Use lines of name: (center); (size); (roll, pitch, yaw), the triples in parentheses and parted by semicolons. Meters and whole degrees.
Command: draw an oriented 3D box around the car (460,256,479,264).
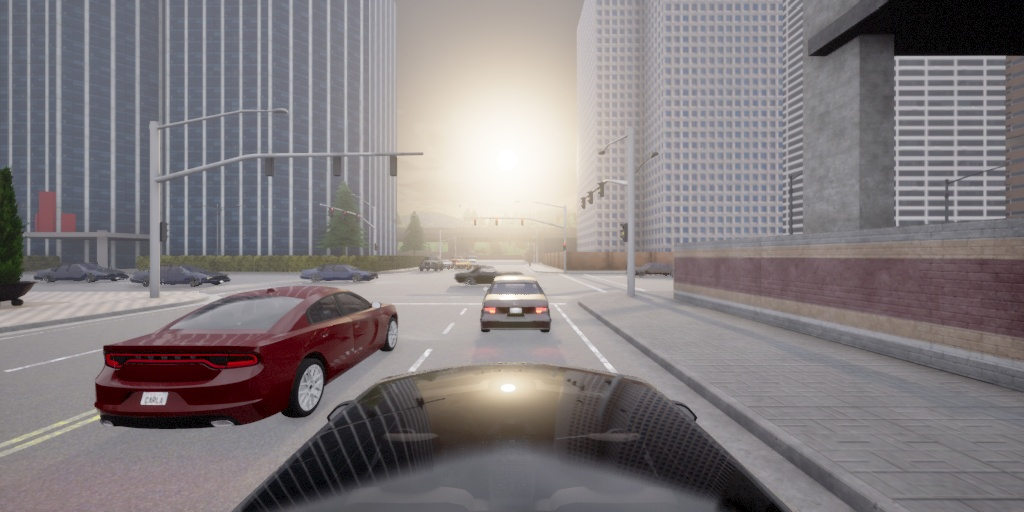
car: (-7.031, 0.969, 61.800); (2.150, 2.045, 5.566); (0, 0, 0)

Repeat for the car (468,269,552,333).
car: (0.090, 1.297, 10.757); (2.033, 1.411, 5.357); (0, 0, 0)

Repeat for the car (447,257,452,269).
car: (-10.551, 1.273, 56.892); (1.812, 1.442, 4.674); (0, 0, 0)

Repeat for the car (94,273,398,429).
car: (-3.440, 1.227, 5.945); (1.882, 1.535, 5.008); (0, 0, 0)

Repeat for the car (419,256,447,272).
car: (-10.569, 0.970, 47.353); (2.150, 2.045, 5.566); (0, 0, 0)

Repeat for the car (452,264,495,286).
car: (-1.357, 1.350, 23.946); (4.718, 1.301, 1.895); (0, 0, -1)

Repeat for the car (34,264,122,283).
car: (-32.495, 1.296, 27.099); (5.357, 1.411, 2.033); (0, 0, 0)

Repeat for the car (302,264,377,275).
car: (-13.072, 1.296, 27.273); (5.357, 1.411, 2.033); (0, 0, -1)

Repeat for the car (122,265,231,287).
car: (-21.773, 1.296, 23.635); (5.357, 1.411, 2.033); (0, 0, 1)

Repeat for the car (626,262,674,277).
car: (13.912, 1.296, 34.737); (5.357, 1.411, 2.033); (0, 0, 0)

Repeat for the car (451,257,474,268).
car: (-7.063, 1.225, 51.959); (1.882, 1.535, 5.008); (0, 0, 0)
